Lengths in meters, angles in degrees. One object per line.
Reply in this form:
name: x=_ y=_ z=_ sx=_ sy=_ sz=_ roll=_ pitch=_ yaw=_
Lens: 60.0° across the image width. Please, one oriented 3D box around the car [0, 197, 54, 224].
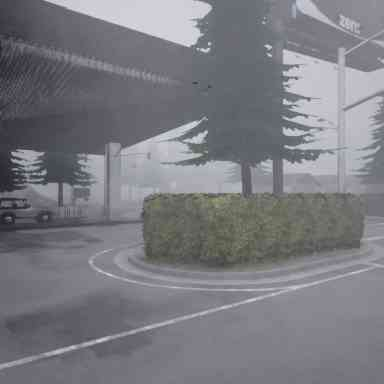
car: x=-11.937 y=1.313 z=23.507 sx=3.866 sy=1.878 sz=1.905 roll=0 pitch=0 yaw=-36
